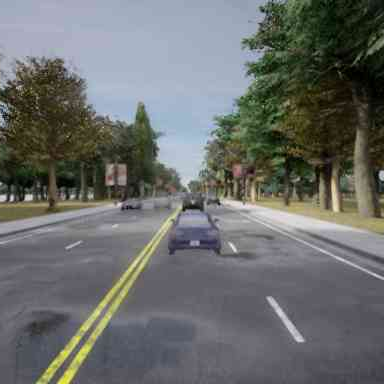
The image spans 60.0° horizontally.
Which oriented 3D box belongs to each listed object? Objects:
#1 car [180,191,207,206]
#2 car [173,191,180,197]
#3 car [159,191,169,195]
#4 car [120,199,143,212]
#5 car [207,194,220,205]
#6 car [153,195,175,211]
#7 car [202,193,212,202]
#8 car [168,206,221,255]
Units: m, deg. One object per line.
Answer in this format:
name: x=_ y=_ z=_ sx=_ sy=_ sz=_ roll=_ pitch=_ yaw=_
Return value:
car: x=0.080 y=1.095 z=34.110 sx=2.150 sy=2.045 sz=5.566 roll=0 pitch=0 yaw=0
car: x=-3.268 y=0.676 z=78.936 sx=2.150 sy=2.045 sz=5.566 roll=0 pitch=0 yaw=0
car: x=-6.517 y=0.752 z=77.525 sx=2.150 sy=2.045 sz=5.566 roll=0 pitch=0 yaw=0
car: x=-6.595 y=1.430 z=36.906 sx=1.994 sy=1.385 sz=4.181 roll=0 pitch=0 yaw=0
car: x=3.335 y=1.191 z=53.814 sx=2.097 sy=1.767 sz=4.553 roll=0 pitch=0 yaw=0
car: x=-3.347 y=1.389 z=38.426 sx=1.812 sy=1.442 sz=4.674 roll=0 pitch=0 yaw=0
car: x=3.234 y=1.189 z=73.050 sx=2.097 sy=1.767 sz=4.553 roll=0 pitch=0 yaw=0
car: x=0.094 y=1.471 z=12.994 sx=1.812 sy=1.442 sz=4.674 roll=0 pitch=0 yaw=0
